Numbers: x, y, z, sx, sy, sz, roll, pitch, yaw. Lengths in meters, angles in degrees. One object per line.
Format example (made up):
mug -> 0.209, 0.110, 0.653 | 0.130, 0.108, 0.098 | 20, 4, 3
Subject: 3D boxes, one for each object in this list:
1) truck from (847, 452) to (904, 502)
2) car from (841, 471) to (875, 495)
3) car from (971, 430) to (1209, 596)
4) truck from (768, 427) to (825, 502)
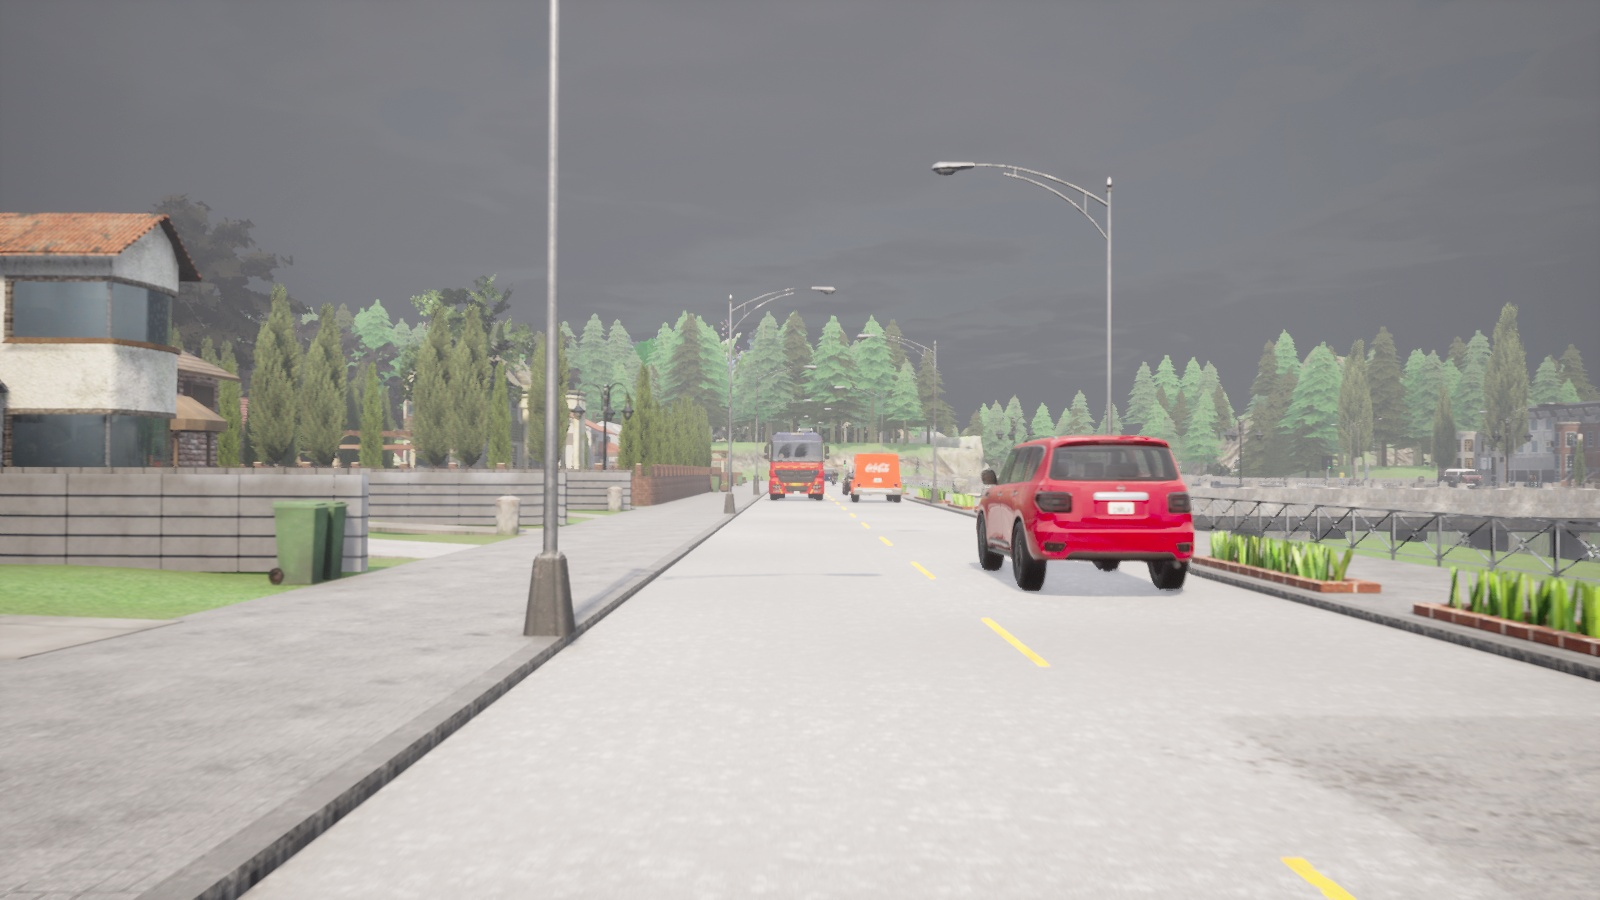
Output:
truck -> 3.846, 1.399, 64.896 | 2.627, 2.467, 5.204 | 0, -1, 0
car -> 3.804, 2.137, 83.083 | 2.007, 1.525, 4.514 | 0, -1, 0
car -> 3.956, 0.824, 18.275 | 2.150, 2.045, 5.566 | 0, -1, 0
truck -> -0.166, 0.794, 68.295 | 2.891, 3.827, 8.468 | 0, -1, 0
